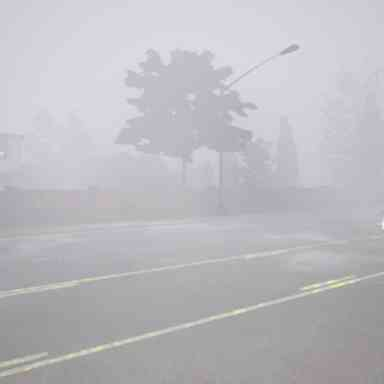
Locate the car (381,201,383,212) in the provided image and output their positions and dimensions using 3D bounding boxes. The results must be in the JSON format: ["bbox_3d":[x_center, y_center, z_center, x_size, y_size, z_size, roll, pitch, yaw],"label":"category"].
[{"bbox_3d":[18.100,0.842,27.635,5.566,2.045,2.150,-1,1,-33],"label":"car"}]
